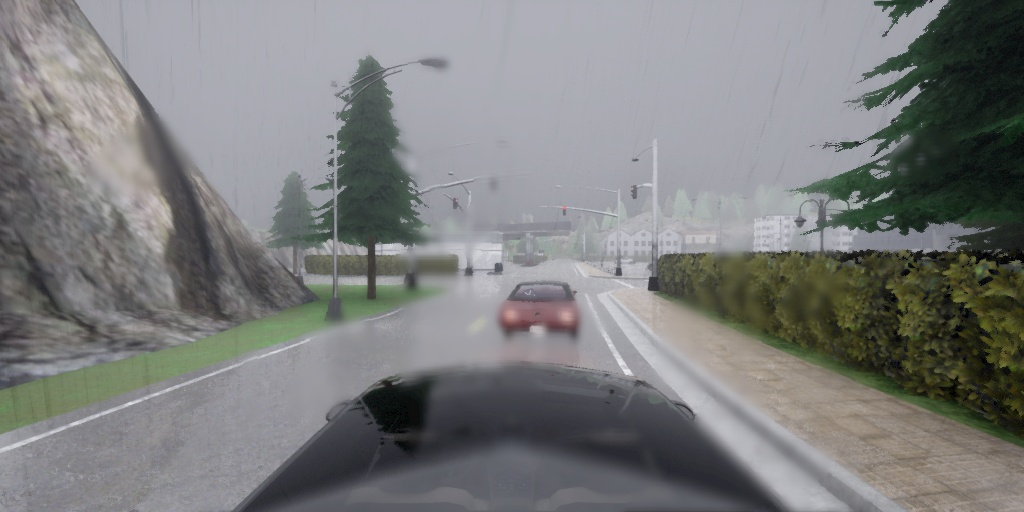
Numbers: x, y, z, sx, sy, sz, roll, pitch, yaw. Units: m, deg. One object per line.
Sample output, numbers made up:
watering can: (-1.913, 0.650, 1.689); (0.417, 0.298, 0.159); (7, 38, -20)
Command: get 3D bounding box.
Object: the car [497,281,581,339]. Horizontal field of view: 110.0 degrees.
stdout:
car: (0.914, 1.351, 10.127); (1.895, 1.301, 4.718); (0, 0, 8)
